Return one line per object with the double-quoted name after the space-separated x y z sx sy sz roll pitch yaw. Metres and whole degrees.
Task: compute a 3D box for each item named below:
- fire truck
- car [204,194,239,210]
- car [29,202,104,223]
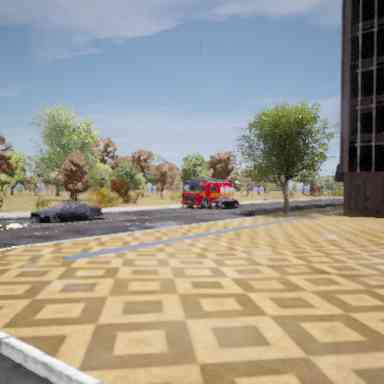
2.272 0.207 45.046 2.891 3.827 8.468 1 1 38 "fire truck"
4.148 1.413 42.321 2.128 1.511 4.902 1 1 38 "car"
-9.339 1.494 25.220 2.033 1.411 5.357 1 1 38 "car"
